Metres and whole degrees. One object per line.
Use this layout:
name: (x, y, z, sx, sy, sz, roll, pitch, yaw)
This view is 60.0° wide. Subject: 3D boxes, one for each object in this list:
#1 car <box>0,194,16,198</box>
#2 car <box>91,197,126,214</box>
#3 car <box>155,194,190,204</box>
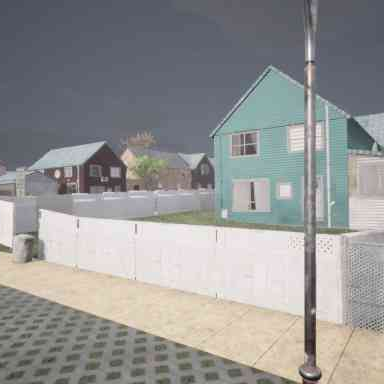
car: (-12.718, 1.067, 21.325, 2.097, 1.767, 4.553, -1, 1, 35)
car: (-7.549, 0.950, 28.692, 1.882, 1.535, 5.008, -1, 1, 35)
car: (-1.981, 0.690, 36.620, 1.882, 1.535, 5.008, -1, 1, 35)
